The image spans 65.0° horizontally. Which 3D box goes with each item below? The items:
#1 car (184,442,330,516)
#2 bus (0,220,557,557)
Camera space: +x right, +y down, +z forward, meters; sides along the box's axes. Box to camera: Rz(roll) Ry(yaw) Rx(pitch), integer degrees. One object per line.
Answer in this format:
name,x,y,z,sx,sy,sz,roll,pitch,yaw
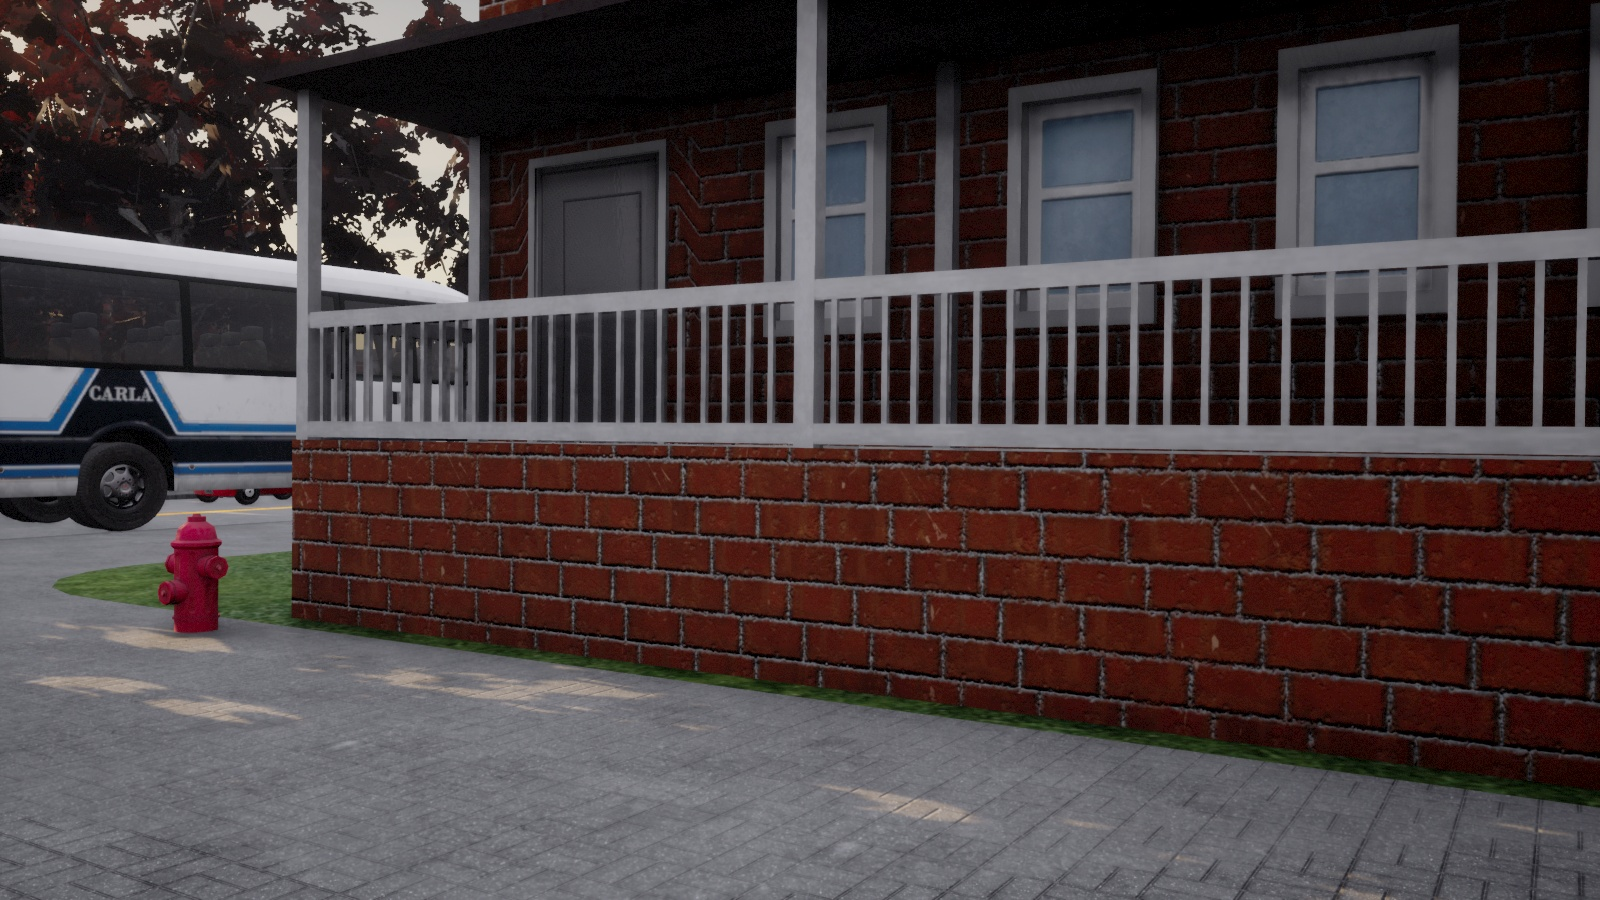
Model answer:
car,-10.780,0.542,25.007,1.481,1.376,2.207,0,1,31
bus,-9.174,-0.844,20.610,3.944,4.253,10.273,0,1,35
